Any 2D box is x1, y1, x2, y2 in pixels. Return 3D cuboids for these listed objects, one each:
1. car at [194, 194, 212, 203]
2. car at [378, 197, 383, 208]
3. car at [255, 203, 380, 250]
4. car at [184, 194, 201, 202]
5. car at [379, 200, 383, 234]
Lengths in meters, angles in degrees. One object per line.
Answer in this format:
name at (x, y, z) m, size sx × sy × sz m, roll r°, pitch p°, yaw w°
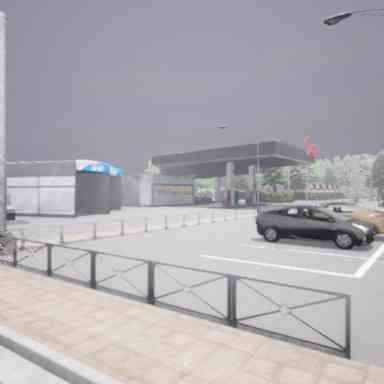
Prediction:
car at (2.128, 1.470, 66.622) m, size 2.242 × 1.667 × 4.611 m, roll 0°, pitch 0°, yaw 36°
car at (26.822, 1.359, 43.818) m, size 3.806 × 1.475 × 1.970 m, roll 0°, pitch 0°, yaw 36°
car at (4.869, 1.338, 13.546) m, size 4.514 × 1.523 × 2.007 m, roll 0°, pitch 0°, yaw 36°
car at (0.110, 1.302, 73.463) m, size 1.905 × 1.878 × 3.866 m, roll 0°, pitch 0°, yaw 36°
car at (6.676, 1.329, 16.111) m, size 5.027 × 1.636 × 2.152 m, roll 0°, pitch 0°, yaw 36°
